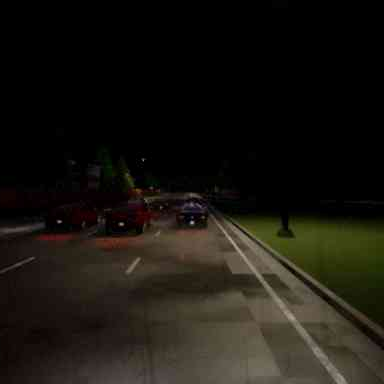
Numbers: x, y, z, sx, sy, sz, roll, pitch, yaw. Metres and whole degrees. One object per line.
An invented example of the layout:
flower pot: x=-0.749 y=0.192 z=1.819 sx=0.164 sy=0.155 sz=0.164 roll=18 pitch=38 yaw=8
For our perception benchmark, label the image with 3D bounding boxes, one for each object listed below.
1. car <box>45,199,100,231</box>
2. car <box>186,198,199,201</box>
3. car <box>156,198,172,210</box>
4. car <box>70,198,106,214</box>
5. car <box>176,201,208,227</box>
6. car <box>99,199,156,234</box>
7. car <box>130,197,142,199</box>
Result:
car: x=-6.895 y=1.376 z=19.762 sx=1.882 sy=1.535 sz=5.008 roll=0 pitch=0 yaw=0
car: x=0.026 y=1.350 z=38.499 sx=2.033 sy=1.411 sz=5.357 roll=0 pitch=0 yaw=1
car: x=-3.381 y=1.401 z=38.996 sx=1.895 sy=1.301 sz=4.718 roll=0 pitch=0 yaw=0
car: x=-10.394 y=1.374 z=33.710 sx=2.033 sy=1.411 sz=5.357 roll=0 pitch=0 yaw=0
car: x=0.006 y=1.490 z=21.513 sx=1.895 sy=1.301 sz=4.718 roll=0 pitch=0 yaw=0
car: x=-3.396 y=1.382 z=18.460 sx=1.882 sy=1.535 sz=5.008 roll=0 pitch=0 yaw=0
car: x=-6.871 y=1.314 z=41.081 sx=1.812 sy=1.442 sz=4.674 roll=0 pitch=0 yaw=0
